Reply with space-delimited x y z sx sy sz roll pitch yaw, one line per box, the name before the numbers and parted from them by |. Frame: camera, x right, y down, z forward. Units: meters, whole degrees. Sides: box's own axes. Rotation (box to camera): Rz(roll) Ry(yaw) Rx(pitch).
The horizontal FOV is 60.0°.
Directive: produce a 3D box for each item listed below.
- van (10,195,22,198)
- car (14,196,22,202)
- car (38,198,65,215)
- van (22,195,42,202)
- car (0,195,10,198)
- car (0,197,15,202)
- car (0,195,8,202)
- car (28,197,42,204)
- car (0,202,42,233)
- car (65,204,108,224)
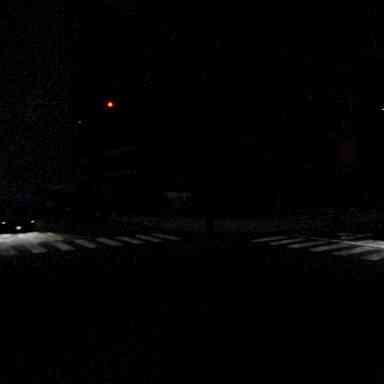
van | -26.873 1.376 52.187 1.690 1.788 3.998 0 0 -35
car | -23.696 1.581 47.685 2.008 1.369 4.403 0 0 -35
car | -14.162 1.607 34.179 1.802 1.307 4.206 0 0 -35
van | -20.517 1.369 43.183 1.690 1.788 3.998 0 0 -35
car | -36.408 1.491 65.693 1.967 1.590 4.097 0 0 -35
car | -16.605 1.473 28.127 1.882 1.535 5.008 0 0 -35
car | -42.765 1.502 74.698 1.967 1.590 4.097 0 0 -35
car | -17.340 1.592 38.681 1.947 1.339 4.313 0 0 -35
car | -10.925 1.545 20.049 2.033 1.411 5.357 0 0 -37
car | -7.804 1.593 25.174 1.947 1.339 4.313 0 0 -35
